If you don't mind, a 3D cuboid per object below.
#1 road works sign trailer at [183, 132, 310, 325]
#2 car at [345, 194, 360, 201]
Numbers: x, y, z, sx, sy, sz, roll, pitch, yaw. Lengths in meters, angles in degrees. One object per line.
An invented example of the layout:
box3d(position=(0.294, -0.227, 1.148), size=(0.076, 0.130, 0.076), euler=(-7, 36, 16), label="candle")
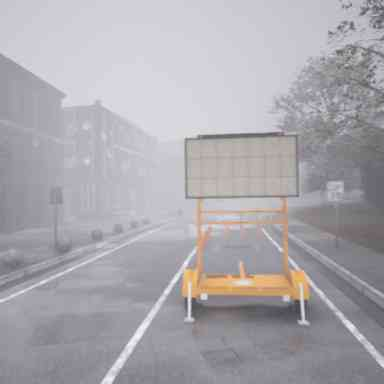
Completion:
box3d(position=(1.075, 0.532, 7.283), size=(2.380, 3.560, 2.880), euler=(-1, -1, 7), label="road works sign trailer")
box3d(position=(35.543, 1.164, 72.892), size=(4.181, 1.385, 1.994), euler=(-2, -1, -24), label="car")
